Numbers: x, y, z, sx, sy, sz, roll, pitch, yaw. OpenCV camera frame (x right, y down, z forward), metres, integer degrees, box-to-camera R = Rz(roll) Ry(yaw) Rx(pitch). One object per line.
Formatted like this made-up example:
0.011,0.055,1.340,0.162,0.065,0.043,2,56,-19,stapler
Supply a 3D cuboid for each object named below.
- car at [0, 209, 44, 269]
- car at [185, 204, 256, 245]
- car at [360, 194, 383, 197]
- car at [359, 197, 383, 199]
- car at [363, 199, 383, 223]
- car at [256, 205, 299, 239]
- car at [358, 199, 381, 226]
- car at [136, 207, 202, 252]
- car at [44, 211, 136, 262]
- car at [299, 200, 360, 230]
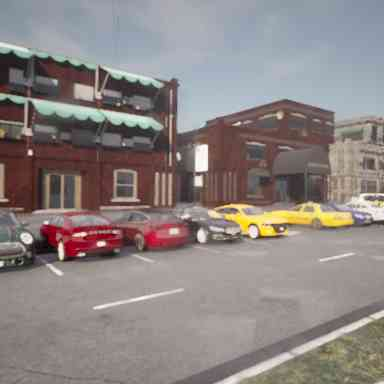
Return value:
-6.525,1.348,10.744,2.185,1.767,4.553,0,0,-35,car
0.288,1.431,15.553,2.231,1.521,4.892,0,0,-35,car
16.159,1.166,26.783,2.435,2.045,5.566,0,0,-35,car
13.768,1.397,25.348,1.946,1.575,5.366,0,0,-35,car
11.616,1.429,23.588,2.002,1.452,4.674,0,0,-35,car
2.656,1.414,17.233,2.097,1.535,5.008,0,0,-35,car
9.446,1.426,22.053,2.002,1.452,4.674,0,0,-35,car
-1.991,1.475,13.962,2.163,1.488,4.792,0,0,-35,car
-4.238,1.460,12.324,2.097,1.535,5.008,0,0,-35,car
7.082,1.387,20.598,1.946,1.575,5.366,0,0,-35,car
